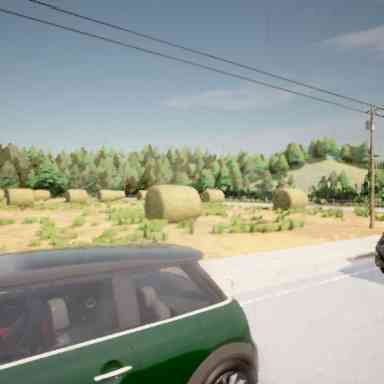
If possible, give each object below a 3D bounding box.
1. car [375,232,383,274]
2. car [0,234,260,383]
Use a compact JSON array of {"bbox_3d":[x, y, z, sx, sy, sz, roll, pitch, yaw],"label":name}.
[{"bbox_3d":[7.333,1.254,9.223,5.566,2.045,2.150,0,0,-36],"label":"car"},{"bbox_3d":[-1.576,1.353,2.865,4.553,1.767,2.097,0,0,-35],"label":"car"}]
